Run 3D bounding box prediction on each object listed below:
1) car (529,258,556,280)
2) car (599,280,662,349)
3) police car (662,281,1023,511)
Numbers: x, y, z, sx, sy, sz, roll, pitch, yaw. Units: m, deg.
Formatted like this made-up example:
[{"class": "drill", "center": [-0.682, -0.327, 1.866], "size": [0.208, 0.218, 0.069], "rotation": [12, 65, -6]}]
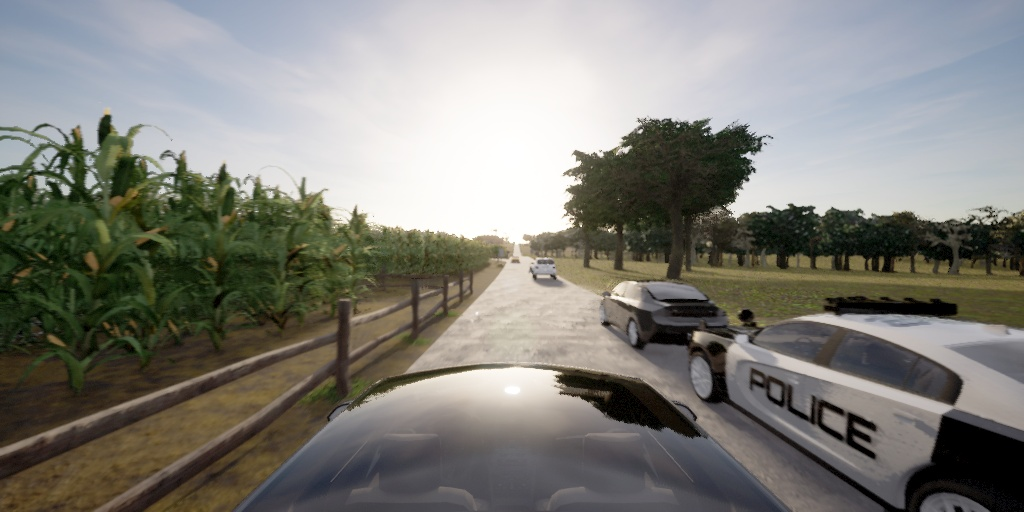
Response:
[{"class": "car", "center": [3.132, 1.187, 35.463], "size": [2.150, 2.045, 5.566], "rotation": [0, 0, 1]}, {"class": "car", "center": [3.631, 1.367, 9.461], "size": [1.837, 1.490, 4.892], "rotation": [0, -1, 1]}, {"class": "police car", "center": [3.573, 1.223, 3.573], "size": [1.930, 1.638, 5.238], "rotation": [0, -1, 1]}]
